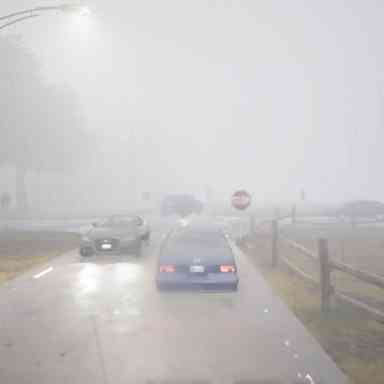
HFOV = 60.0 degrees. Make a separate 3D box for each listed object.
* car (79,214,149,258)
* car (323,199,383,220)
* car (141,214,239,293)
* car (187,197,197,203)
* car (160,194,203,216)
[{"bbox_3d":[-2.752,1.569,12.689,1.994,1.385,4.181,0,0,0],"label":"car"},{"bbox_3d":[12.664,1.340,25.699,4.892,1.490,1.837,-1,1,0],"label":"car"},{"bbox_3d":[0.095,1.549,8.999,2.033,1.411,5.357,0,0,0],"label":"car"},{"bbox_3d":[0.035,1.723,72.499,1.994,1.385,4.181,0,0,0],"label":"car"},{"bbox_3d":[-0.829,1.236,30.128,2.150,2.045,5.566,1,0,24],"label":"car"}]
